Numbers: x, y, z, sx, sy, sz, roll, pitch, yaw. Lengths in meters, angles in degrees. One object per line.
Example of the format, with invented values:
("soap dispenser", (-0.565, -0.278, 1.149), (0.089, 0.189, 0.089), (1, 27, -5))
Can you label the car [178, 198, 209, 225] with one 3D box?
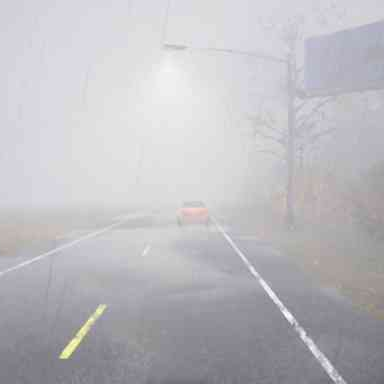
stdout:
("car", (0.101, 1.347, 23.830), (2.097, 1.767, 4.553), (0, 0, 0))

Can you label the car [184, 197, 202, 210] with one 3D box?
("car", (0.102, 1.483, 42.870), (2.128, 1.511, 4.902), (0, 0, 0))
